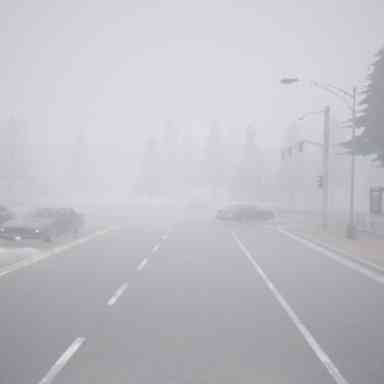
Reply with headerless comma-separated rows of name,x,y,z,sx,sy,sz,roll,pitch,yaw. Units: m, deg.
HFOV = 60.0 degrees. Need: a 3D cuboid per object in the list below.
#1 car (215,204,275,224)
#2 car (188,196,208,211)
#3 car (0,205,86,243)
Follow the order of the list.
car,4.129,1.620,25.530,5.357,1.411,2.033,1,0,-42
car,0.725,1.218,40.802,2.097,1.767,4.553,1,3,5
car,-6.580,1.383,15.402,2.033,1.411,5.357,1,0,2
